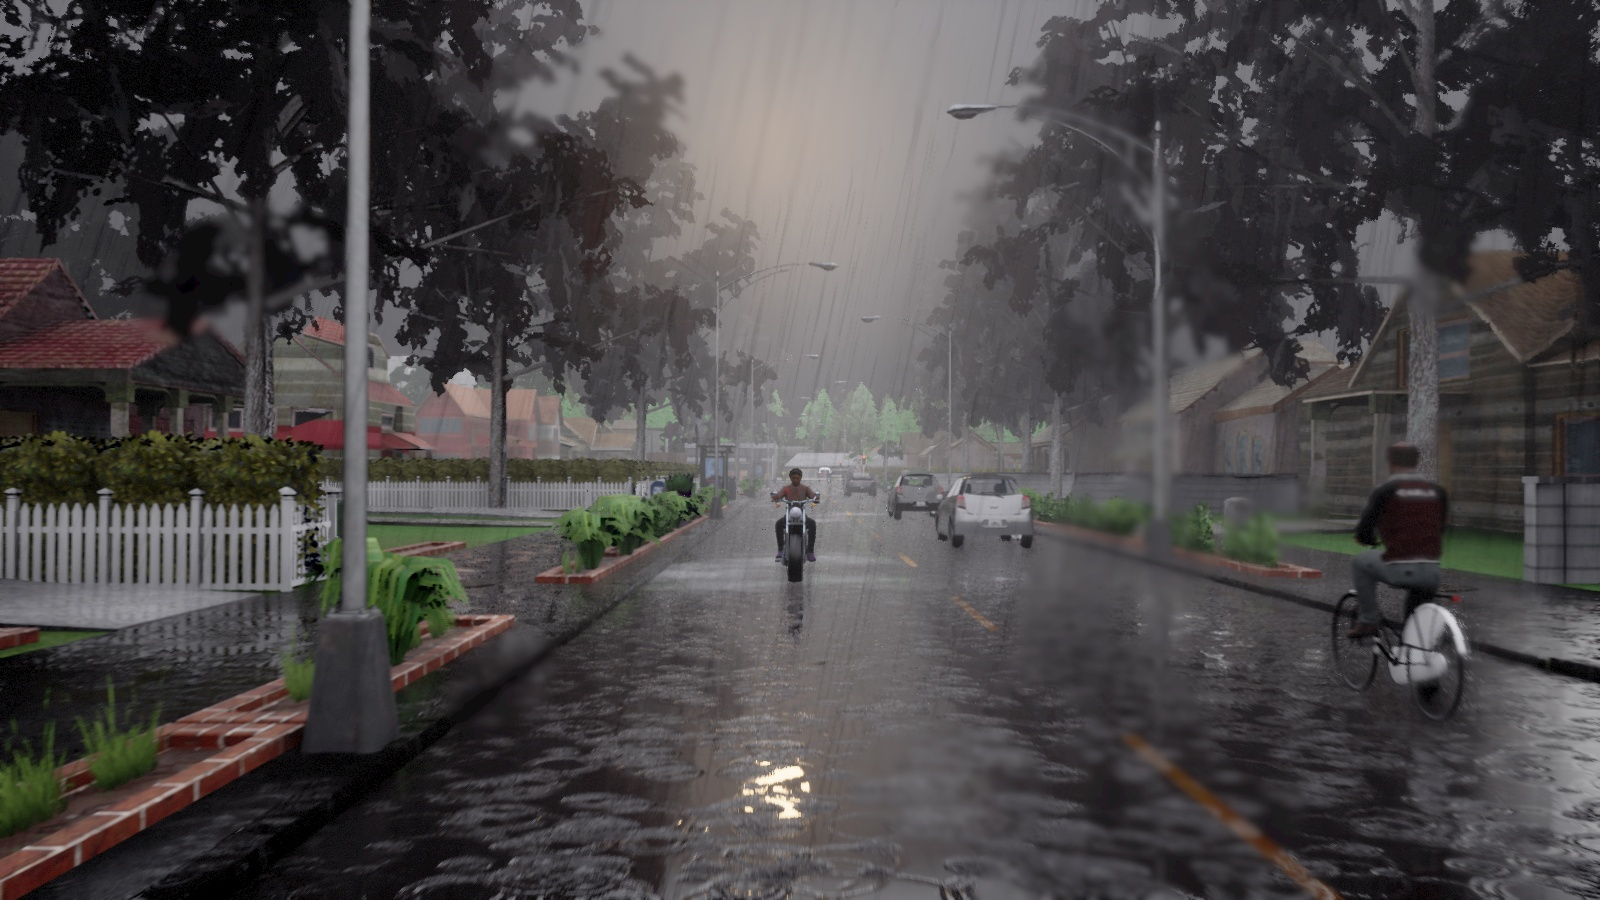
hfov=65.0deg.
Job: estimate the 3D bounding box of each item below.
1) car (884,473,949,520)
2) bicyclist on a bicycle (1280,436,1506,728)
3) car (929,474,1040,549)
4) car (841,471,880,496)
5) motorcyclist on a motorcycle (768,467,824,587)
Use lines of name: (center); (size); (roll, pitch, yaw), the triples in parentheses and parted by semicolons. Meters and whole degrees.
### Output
car: (3.875, 1.520, 42.241); (1.845, 1.501, 3.633); (0, -1, 0)
bicyclist on a bicycle: (3.965, 0.813, 8.574); (0.659, 1.776, 1.843); (0, -1, 0)
car: (3.919, 1.268, 27.185); (1.845, 1.501, 3.633); (0, -1, 0)
car: (3.792, 2.087, 79.520); (2.128, 1.511, 4.902); (0, -1, -1)
motorcyclist on a motorcycle: (-0.053, 1.074, 18.443); (0.766, 1.649, 2.350); (0, -1, 0)
